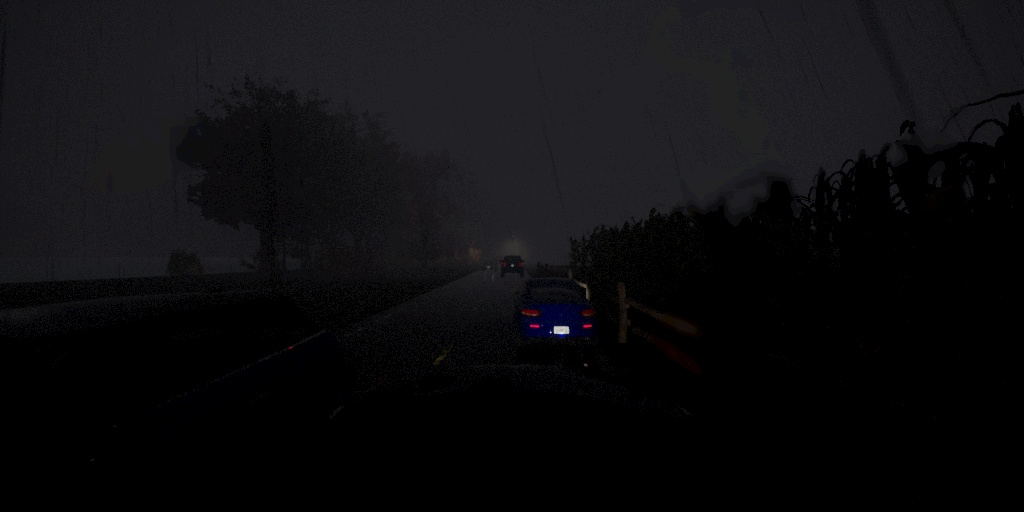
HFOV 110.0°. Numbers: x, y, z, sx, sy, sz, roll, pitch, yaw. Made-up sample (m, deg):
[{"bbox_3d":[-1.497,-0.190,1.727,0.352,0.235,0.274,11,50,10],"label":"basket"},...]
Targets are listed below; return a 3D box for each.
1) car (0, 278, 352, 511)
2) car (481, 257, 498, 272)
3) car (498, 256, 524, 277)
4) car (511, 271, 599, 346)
[{"bbox_3d":[-2.850,1.102,2.122,2.097,1.767,4.553,0,0,0],"label":"car"},{"bbox_3d":[-2.877,1.236,46.312,2.128,1.511,4.902,0,0,0],"label":"car"},{"bbox_3d":[0.039,0.968,35.750,2.150,2.045,5.566,0,0,0],"label":"car"},{"bbox_3d":[0.959,1.274,9.265,1.812,1.442,4.674,0,0,0],"label":"car"}]
